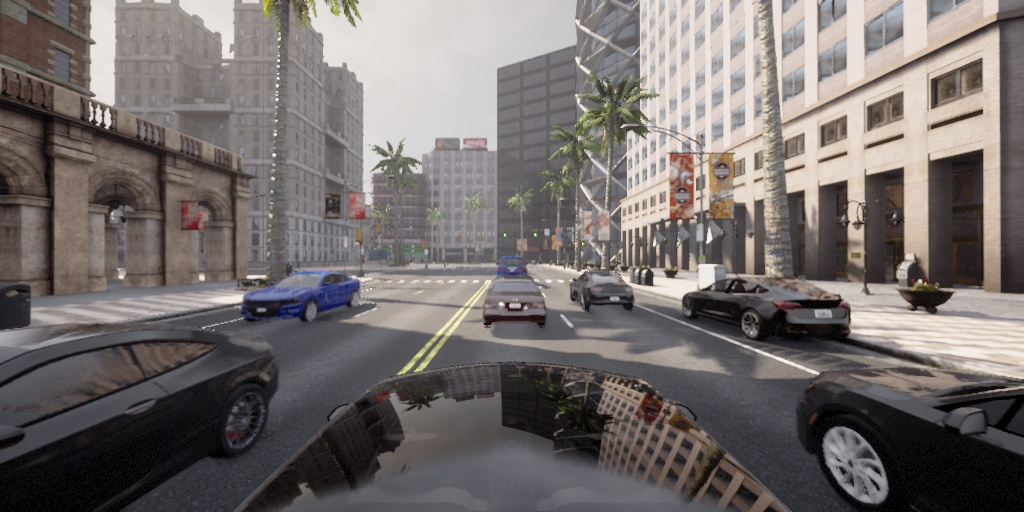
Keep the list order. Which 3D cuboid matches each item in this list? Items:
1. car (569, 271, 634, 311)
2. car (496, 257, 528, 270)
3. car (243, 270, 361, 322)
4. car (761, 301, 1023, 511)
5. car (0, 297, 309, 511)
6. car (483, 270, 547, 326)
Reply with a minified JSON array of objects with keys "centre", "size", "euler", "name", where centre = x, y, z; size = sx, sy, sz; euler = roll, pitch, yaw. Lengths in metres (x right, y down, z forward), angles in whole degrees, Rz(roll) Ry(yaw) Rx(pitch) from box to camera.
[{"centre":[3.549,1.331,14.722],"size":[1.812,1.442,4.674],"euler":[0,0,0],"name":"car"},{"centre":[0.000,1.079,26.866],"size":[2.150,2.045,5.566],"euler":[0,0,0],"name":"car"},{"centre":[-7.121,1.275,12.693],"size":[1.882,1.535,5.008],"euler":[0,0,0],"name":"car"},{"centre":[3.598,1.255,1.363],"size":[1.837,1.490,4.892],"euler":[0,0,0],"name":"car"},{"centre":[-3.592,1.278,2.358],"size":[1.812,1.442,4.674],"euler":[0,0,0],"name":"car"},{"centre":[0.064,1.341,11.782],"size":[2.033,1.411,5.357],"euler":[0,0,0],"name":"car"}]
